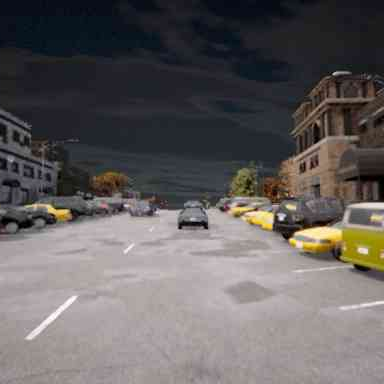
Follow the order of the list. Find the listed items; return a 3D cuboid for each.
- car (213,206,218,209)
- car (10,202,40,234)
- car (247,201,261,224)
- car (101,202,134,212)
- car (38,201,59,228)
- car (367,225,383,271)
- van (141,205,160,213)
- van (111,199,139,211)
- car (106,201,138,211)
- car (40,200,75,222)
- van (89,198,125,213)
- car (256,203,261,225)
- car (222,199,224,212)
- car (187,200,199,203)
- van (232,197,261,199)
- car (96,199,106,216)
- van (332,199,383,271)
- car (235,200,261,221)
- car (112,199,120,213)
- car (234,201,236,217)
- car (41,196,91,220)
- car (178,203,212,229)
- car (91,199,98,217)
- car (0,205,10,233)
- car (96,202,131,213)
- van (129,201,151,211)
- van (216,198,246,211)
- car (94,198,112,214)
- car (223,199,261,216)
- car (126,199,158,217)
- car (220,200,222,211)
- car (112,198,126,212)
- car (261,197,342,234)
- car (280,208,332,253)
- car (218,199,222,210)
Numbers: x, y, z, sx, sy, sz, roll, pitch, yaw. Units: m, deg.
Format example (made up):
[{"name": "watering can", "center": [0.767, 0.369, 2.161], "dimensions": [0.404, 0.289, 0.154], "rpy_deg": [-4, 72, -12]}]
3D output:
[{"name": "car", "center": [6.453, 1.865, 48.237], "dimensions": [5.566, 2.045, 2.435], "rpy_deg": [1, -2, -19]}, {"name": "car", "center": [-11.450, 1.543, 18.511], "dimensions": [5.008, 1.535, 2.097], "rpy_deg": [-1, 0, -20]}, {"name": "car", "center": [6.531, 1.587, 21.382], "dimensions": [5.366, 1.575, 1.946], "rpy_deg": [1, -1, -20]}, {"name": "car", "center": [-11.326, 2.230, 50.780], "dimensions": [4.674, 1.452, 2.002], "rpy_deg": [0, -2, -20]}, {"name": "car", "center": [-11.462, 1.573, 21.442], "dimensions": [5.008, 1.535, 2.097], "rpy_deg": [-1, -1, -20]}, {"name": "car", "center": [6.205, 1.503, 6.285], "dimensions": [5.366, 1.575, 1.946], "rpy_deg": [1, 0, -20]}, {"name": "van", "center": [-10.737, 4.382, 85.897], "dimensions": [4.442, 1.987, 1.878], "rpy_deg": [1, -6, -19]}, {"name": "van", "center": [-11.381, 2.174, 56.602], "dimensions": [4.442, 1.987, 1.878], "rpy_deg": [0, -2, -19]}, {"name": "car", "center": [-11.269, 2.315, 53.713], "dimensions": [4.792, 1.488, 2.163], "rpy_deg": [0, -2, -19]}, {"name": "car", "center": [-11.627, 1.605, 24.315], "dimensions": [5.366, 1.575, 1.946], "rpy_deg": [-1, 0, -20]}, {"name": "van", "center": [-11.479, 1.794, 44.876], "dimensions": [4.442, 1.987, 1.878], "rpy_deg": [0, -1, -20]}, {"name": "car", "center": [6.532, 1.559, 18.390], "dimensions": [5.366, 1.575, 1.946], "rpy_deg": [1, -1, -20]}, {"name": "car", "center": [6.382, 1.758, 39.267], "dimensions": [4.553, 1.767, 2.185], "rpy_deg": [1, -2, -20]}, {"name": "car", "center": [0.122, 1.755, 39.775], "dimensions": [2.097, 1.767, 4.553], "rpy_deg": [0, -1, 0]}, {"name": "van", "center": [6.290, 1.590, 36.239], "dimensions": [4.442, 1.987, 1.878], "rpy_deg": [1, -1, -20]}, {"name": "car", "center": [-11.425, 1.750, 33.179], "dimensions": [4.892, 1.521, 2.231], "rpy_deg": [0, -1, -20]}, {"name": "van", "center": [6.481, 1.289, 9.390], "dimensions": [4.442, 1.987, 1.878], "rpy_deg": [1, 0, -20]}, {"name": "car", "center": [6.187, 1.614, 24.247], "dimensions": [5.366, 1.575, 1.946], "rpy_deg": [1, -1, -20]}, {"name": "car", "center": [-11.377, 1.902, 39.059], "dimensions": [4.792, 1.488, 2.163], "rpy_deg": [0, -2, -20]}, {"name": "car", "center": [6.338, 1.691, 27.288], "dimensions": [4.792, 1.488, 2.163], "rpy_deg": [1, -1, -20]}, {"name": "car", "center": [-11.478, 1.398, 27.299], "dimensions": [5.566, 2.045, 2.435], "rpy_deg": [-1, -1, -20]}, {"name": "car", "center": [0.066, 1.671, 22.688], "dimensions": [1.994, 1.385, 4.181], "rpy_deg": [0, -1, 0]}, {"name": "car", "center": [-11.435, 1.695, 30.241], "dimensions": [4.892, 1.521, 2.231], "rpy_deg": [-1, -1, -20]}, {"name": "car", "center": [-11.426, 1.395, 15.581], "dimensions": [4.553, 1.767, 2.185], "rpy_deg": [-1, 0, -20]}, {"name": "car", "center": [-11.350, 2.142, 47.843], "dimensions": [4.674, 1.452, 2.002], "rpy_deg": [0, -2, -20]}, {"name": "van", "center": [-11.198, 3.039, 71.212], "dimensions": [4.442, 1.987, 1.878], "rpy_deg": [1, -4, -19]}, {"name": "van", "center": [6.413, 2.079, 54.197], "dimensions": [4.442, 1.987, 1.878], "rpy_deg": [1, -2, -19]}, {"name": "car", "center": [-11.389, 1.680, 36.119], "dimensions": [4.553, 1.767, 2.185], "rpy_deg": [0, -1, -20]}, {"name": "car", "center": [6.210, 1.754, 33.219], "dimensions": [5.366, 1.575, 1.946], "rpy_deg": [1, -1, -20]}, {"name": "car", "center": [-5.098, 1.650, 34.627], "dimensions": [2.097, 1.767, 4.553], "rpy_deg": [0, -1, 0]}, {"name": "car", "center": [6.424, 1.995, 42.262], "dimensions": [4.674, 1.452, 2.002], "rpy_deg": [1, -2, -19]}, {"name": "car", "center": [-11.393, 1.942, 41.976], "dimensions": [5.008, 1.535, 2.097], "rpy_deg": [0, -2, -20]}, {"name": "car", "center": [6.386, 1.287, 15.348], "dimensions": [5.566, 2.045, 2.435], "rpy_deg": [1, -1, -20]}, {"name": "car", "center": [6.188, 1.518, 12.278], "dimensions": [5.366, 1.575, 1.946], "rpy_deg": [1, 0, -20]}, {"name": "car", "center": [6.476, 2.063, 45.267], "dimensions": [4.792, 1.488, 2.163], "rpy_deg": [1, -2, -19]}]
